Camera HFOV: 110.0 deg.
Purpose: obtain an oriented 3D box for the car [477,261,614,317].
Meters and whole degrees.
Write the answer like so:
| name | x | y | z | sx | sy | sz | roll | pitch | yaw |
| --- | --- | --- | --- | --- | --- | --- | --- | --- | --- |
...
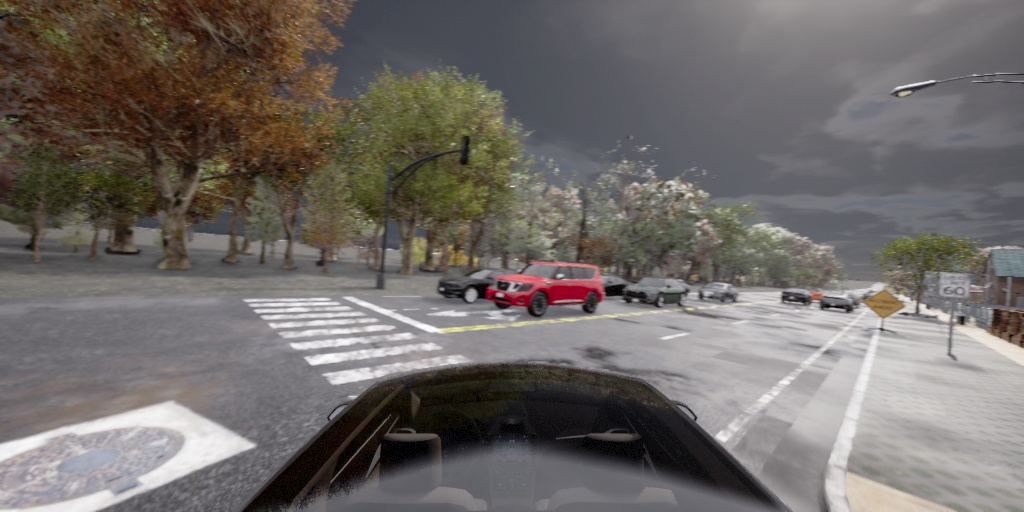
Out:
| name | x | y | z | sx | sy | sz | roll | pitch | yaw |
| --- | --- | --- | --- | --- | --- | --- | --- | --- | --- |
| car | 1.588 | 1.236 | 14.762 | 5.566 | 2.045 | 2.150 | 5 | -1 | -43 |

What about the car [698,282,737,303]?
| name | x | y | z | sx | sy | sz | roll | pitch | yaw |
| --- | --- | --- | --- | --- | --- | --- | --- | --- | --- |
| car | 16.879 | 2.942 | 29.318 | 4.902 | 1.511 | 2.128 | 5 | -1 | -43 |

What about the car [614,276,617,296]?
| name | x | y | z | sx | sy | sz | roll | pitch | yaw |
| --- | --- | --- | --- | --- | --- | --- | --- | --- | --- |
| car | 5.941 | 1.946 | 23.404 | 5.008 | 1.535 | 1.882 | 5 | -1 | -44 |

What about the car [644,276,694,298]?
| name | x | y | z | sx | sy | sz | roll | pitch | yaw |
| --- | --- | --- | --- | --- | --- | --- | --- | --- | --- |
| car | 13.438 | 2.663 | 30.528 | 4.902 | 1.511 | 2.128 | 5 | -1 | -43 |

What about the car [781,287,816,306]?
| name | x | y | z | sx | sy | sz | roll | pitch | yaw |
| --- | --- | --- | --- | --- | --- | --- | --- | --- | --- |
| car | 27.798 | 3.903 | 34.982 | 5.008 | 1.535 | 1.882 | 5 | -1 | -44 |

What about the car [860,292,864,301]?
| name | x | y | z | sx | sy | sz | roll | pitch | yaw |
| --- | --- | --- | --- | --- | --- | --- | --- | --- | --- |
| car | 35.161 | 4.578 | 37.629 | 4.892 | 1.490 | 1.837 | 5 | 0 | -43 |

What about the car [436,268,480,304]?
| name | x | y | z | sx | sy | sz | roll | pitch | yaw |
| --- | --- | --- | --- | --- | --- | --- | --- | --- | --- |
| car | -1.115 | 1.283 | 16.690 | 5.008 | 1.535 | 1.882 | 5 | -1 | -43 |

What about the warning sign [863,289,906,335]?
| name | x | y | z | sx | sy | sz | roll | pitch | yaw |
| --- | --- | --- | --- | --- | --- | --- | --- | --- | --- |
| warning sign | 16.127 | 2.371 | 15.631 | 1.060 | 1.860 | 1.300 | 0 | 0 | -43 |

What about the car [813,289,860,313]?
| name | x | y | z | sx | sy | sz | roll | pitch | yaw |
| --- | --- | --- | --- | --- | --- | --- | --- | --- | --- |
| car | 27.237 | 3.823 | 30.034 | 4.902 | 1.511 | 2.128 | 5 | -1 | -43 |

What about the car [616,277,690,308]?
| name | x | y | z | sx | sy | sz | roll | pitch | yaw |
| --- | --- | --- | --- | --- | --- | --- | --- | --- | --- |
| car | 8.508 | 2.017 | 21.356 | 4.553 | 1.767 | 2.097 | 5 | -1 | -43 |
